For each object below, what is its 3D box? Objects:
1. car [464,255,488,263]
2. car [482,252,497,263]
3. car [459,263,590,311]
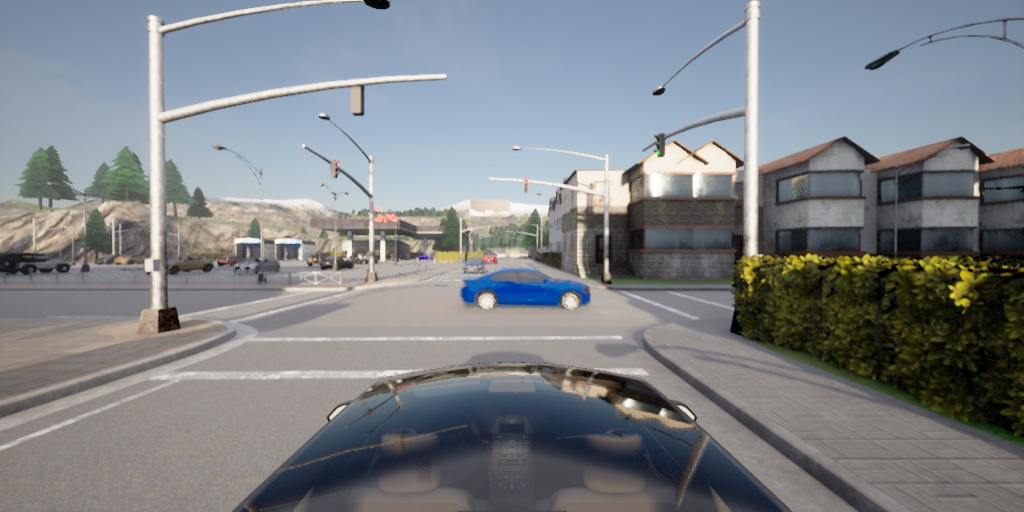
[{"bbox_3d":[-3.589,0.882,34.550,1.812,1.442,4.674,0,1,0],"label":"car"},{"bbox_3d":[-3.511,0.304,57.322,2.150,2.045,5.566,0,0,0],"label":"car"},{"bbox_3d":[0.499,1.194,13.882,5.008,1.535,1.882,0,1,0],"label":"car"}]
